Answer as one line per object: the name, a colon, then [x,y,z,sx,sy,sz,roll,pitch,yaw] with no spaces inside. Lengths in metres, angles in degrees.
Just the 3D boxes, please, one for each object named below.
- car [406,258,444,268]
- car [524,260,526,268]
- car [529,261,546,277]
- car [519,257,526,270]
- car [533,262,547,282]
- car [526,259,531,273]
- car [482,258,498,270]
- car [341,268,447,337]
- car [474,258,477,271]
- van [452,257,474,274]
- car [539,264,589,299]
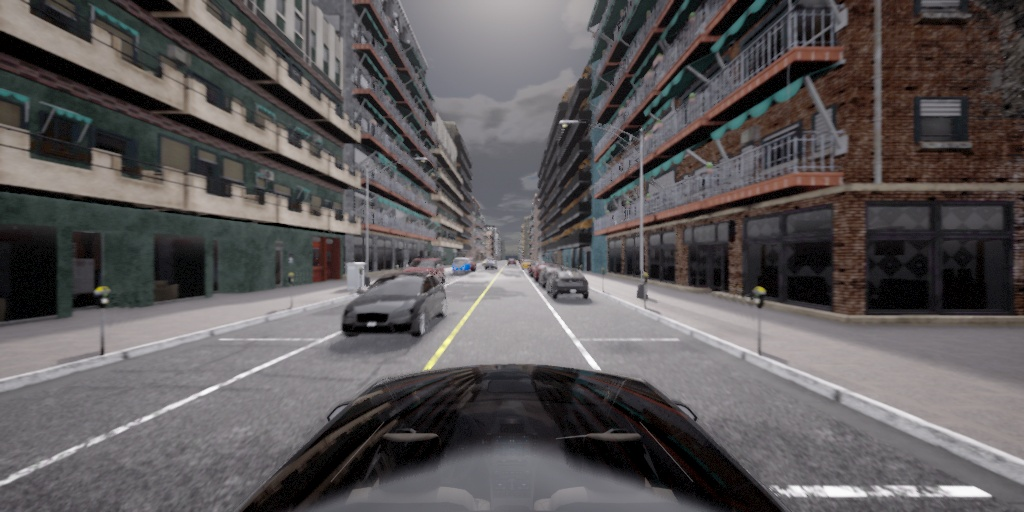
car: [-5.696,1.065,23.619,2.192,1.841,5.009,0,0,0]
car: [2.680,1.340,40.585,1.802,1.307,4.207,0,0,0]
car: [2.683,1.297,29.263,1.888,1.381,4.507,0,0,0]
car: [2.337,1.239,53.724,1.801,1.575,5.366,0,0,0]
car: [2.685,1.302,23.600,2.007,1.370,4.403,0,0,0]
car: [2.682,1.194,34.923,1.967,1.591,4.097,0,0,0]
car: [-3.075,1.326,52.619,2.033,1.411,5.357,0,0,1]
car: [-3.102,1.255,10.349,1.837,1.490,4.892,0,0,0]
car: [-5.702,1.081,46.264,2.192,1.841,5.009,0,0,0]
van: [-5.700,1.098,40.605,1.690,1.789,3.998,0,0,0]
car: [2.686,1.302,17.938,2.007,1.370,4.403,0,0,0]
